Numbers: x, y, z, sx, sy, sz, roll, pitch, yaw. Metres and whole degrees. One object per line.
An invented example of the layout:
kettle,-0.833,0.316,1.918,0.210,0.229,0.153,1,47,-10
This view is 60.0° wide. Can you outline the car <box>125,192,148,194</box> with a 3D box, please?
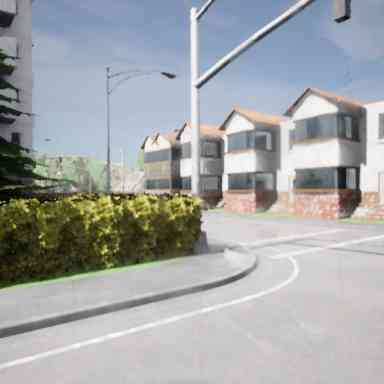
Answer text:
car,-3.355,1.098,24.401,2.150,2.045,5.566,-1,1,-35
